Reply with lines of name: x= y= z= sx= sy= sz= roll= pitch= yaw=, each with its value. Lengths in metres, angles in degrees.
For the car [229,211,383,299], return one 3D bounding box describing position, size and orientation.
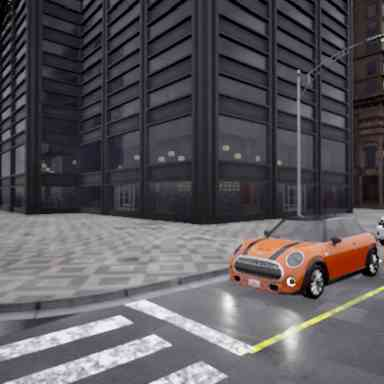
car: x=3.072 y=1.434 z=8.820 sx=4.553 sy=1.767 sz=2.097 roll=0 pitch=-1 yaw=-41
